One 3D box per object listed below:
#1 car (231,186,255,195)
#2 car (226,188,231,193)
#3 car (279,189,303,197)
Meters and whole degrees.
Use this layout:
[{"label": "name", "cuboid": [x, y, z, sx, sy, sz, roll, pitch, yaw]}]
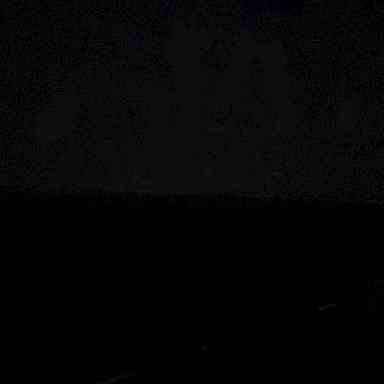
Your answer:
[{"label": "car", "cuboid": [11.240, -0.389, 70.606, 2.097, 1.767, 4.553, -3, 4, -35]}, {"label": "car", "cuboid": [9.913, -0.399, 77.282, 2.128, 1.511, 4.902, -3, 3, -35]}, {"label": "car", "cuboid": [19.035, 0.124, 64.341, 1.837, 1.490, 4.892, -3, 4, -35]}]
